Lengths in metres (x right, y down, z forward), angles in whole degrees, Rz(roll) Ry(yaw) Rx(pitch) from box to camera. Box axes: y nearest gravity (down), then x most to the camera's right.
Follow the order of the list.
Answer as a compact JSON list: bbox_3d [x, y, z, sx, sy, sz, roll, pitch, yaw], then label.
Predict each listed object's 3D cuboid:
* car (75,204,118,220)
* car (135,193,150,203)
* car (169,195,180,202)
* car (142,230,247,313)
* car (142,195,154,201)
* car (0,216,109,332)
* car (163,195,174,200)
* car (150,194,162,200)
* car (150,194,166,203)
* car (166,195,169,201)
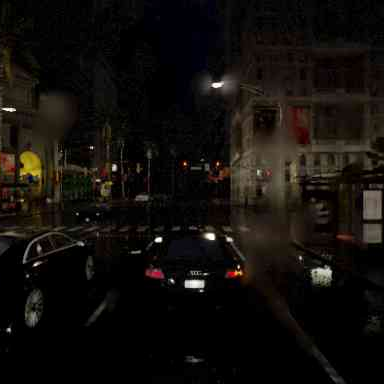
[{"bbox_3d":[-7.075,1.589,24.930,1.895,1.301,4.718,0,0,2],"label":"car"},{"bbox_3d":[-10.601,1.191,70.639,2.150,2.045,5.566,0,0,0],"label":"car"},{"bbox_3d":[-3.603,1.442,74.733,1.882,1.535,5.008,0,0,0],"label":"car"},{"bbox_3d":[0.053,1.560,7.749,1.994,1.385,4.181,0,0,0],"label":"car"},{"bbox_3d":[-10.612,1.501,80.655,2.033,1.411,5.357,0,0,0],"label":"car"},{"bbox_3d":[-3.452,1.488,6.815,2.128,1.511,4.902,0,0,0],"label":"car"},{"bbox_3d":[-6.296,1.481,90.146,1.812,1.442,4.674,0,0,10],"label":"car"},{"bbox_3d":[-9.730,1.312,90.829,2.097,1.767,4.553,0,0,10],"label":"car"},{"bbox_3d":[-7.100,1.519,69.834,1.994,1.385,4.181,0,0,0],"label":"car"},{"bbox_3d":[-7.111,1.317,80.017,2.097,1.767,4.553,0,0,0],"label":"car"}]
